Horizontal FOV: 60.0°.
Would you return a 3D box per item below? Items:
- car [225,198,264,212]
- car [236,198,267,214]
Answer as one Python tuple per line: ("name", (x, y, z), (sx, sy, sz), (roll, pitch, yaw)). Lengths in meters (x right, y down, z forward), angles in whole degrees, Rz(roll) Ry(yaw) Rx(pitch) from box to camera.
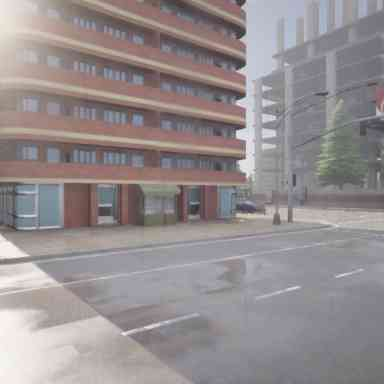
("car", (6.304, 1.509, 40.398), (1.837, 1.490, 4.892), (0, 0, -36))
("car", (5.763, 1.529, 35.211), (1.812, 1.442, 4.674), (0, 0, -36))
